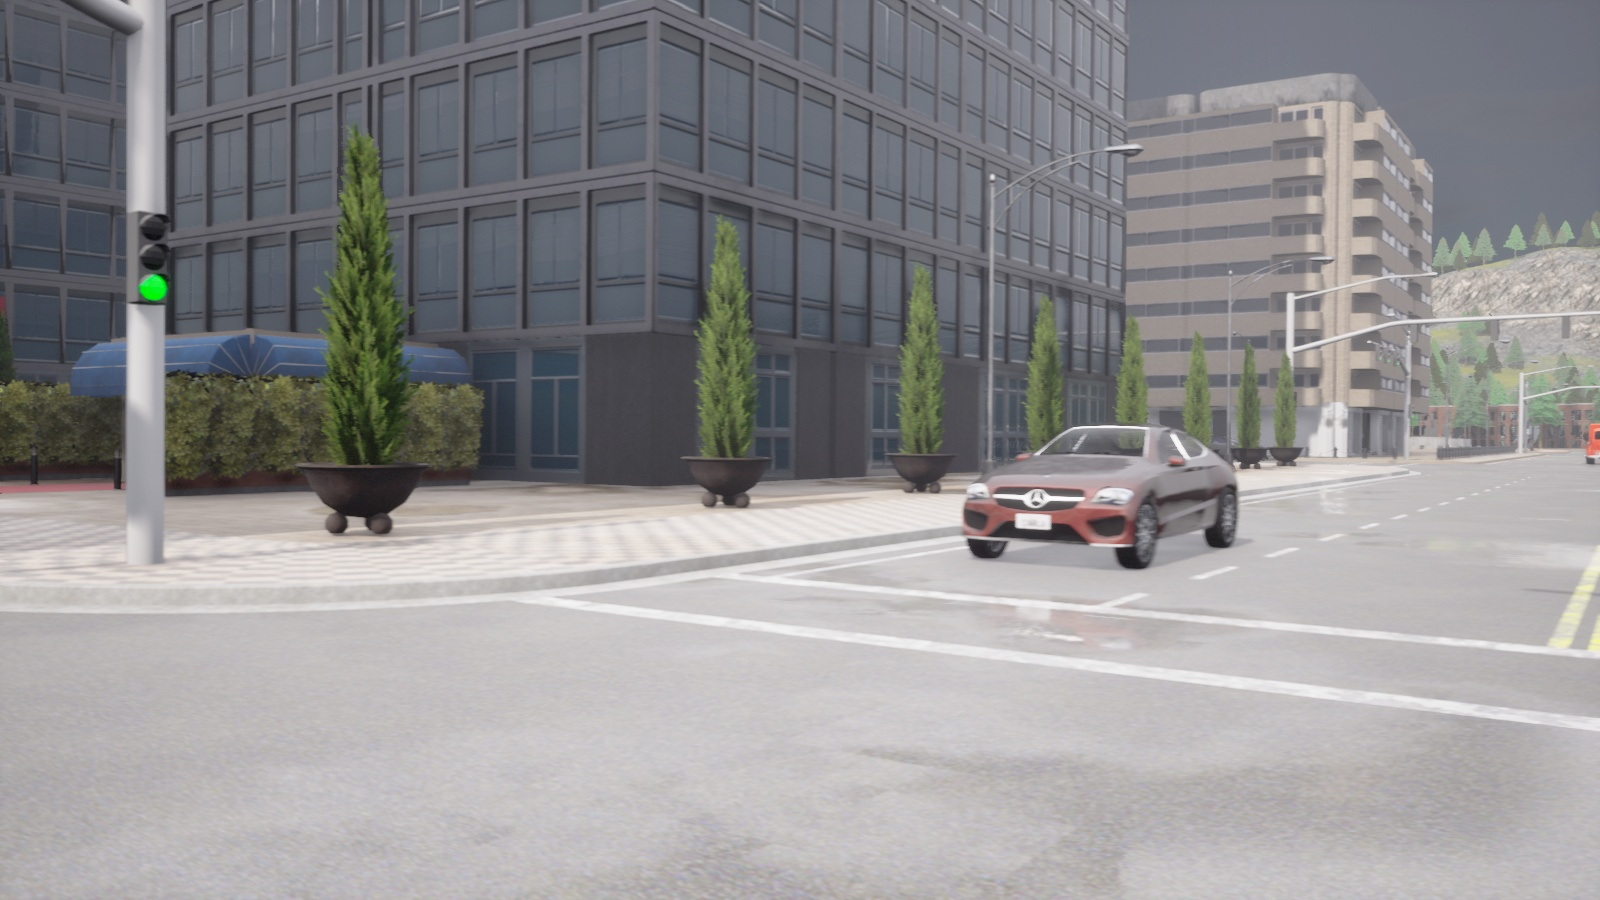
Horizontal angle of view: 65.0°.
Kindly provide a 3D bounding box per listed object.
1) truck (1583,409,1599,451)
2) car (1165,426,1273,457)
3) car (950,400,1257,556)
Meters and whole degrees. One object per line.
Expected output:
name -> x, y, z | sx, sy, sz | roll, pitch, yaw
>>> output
truck -> 48.943, -1.234, 75.855 | 2.627, 2.467, 5.204 | 0, 1, 34
car -> 21.556, -0.446, 64.662 | 4.902, 1.511, 2.128 | 0, 1, 34
car -> 4.037, 0.256, 15.958 | 2.152, 1.651, 5.027 | 0, 1, 34
